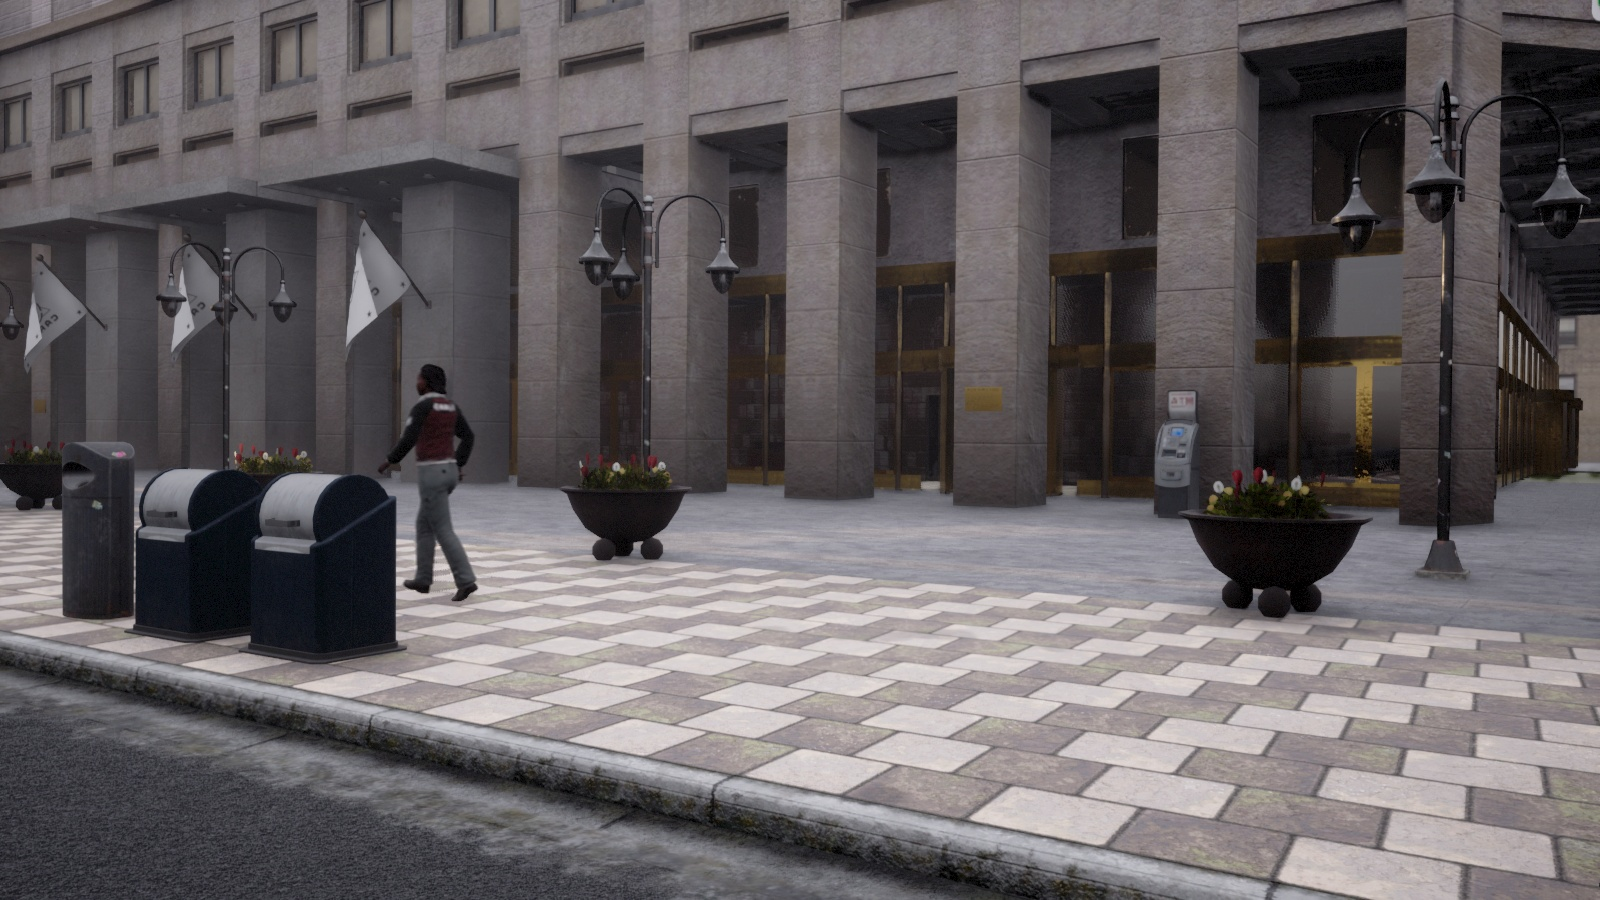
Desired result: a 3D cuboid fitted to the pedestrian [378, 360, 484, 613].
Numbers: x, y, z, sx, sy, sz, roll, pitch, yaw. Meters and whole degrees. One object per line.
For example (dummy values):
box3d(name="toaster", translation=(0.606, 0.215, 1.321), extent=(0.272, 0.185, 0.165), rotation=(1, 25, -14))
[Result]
box3d(name="pedestrian", translation=(-2.895, 0.279, 9.869), extent=(0.666, 1.930, 0.402), rotation=(0, 1, 18))
